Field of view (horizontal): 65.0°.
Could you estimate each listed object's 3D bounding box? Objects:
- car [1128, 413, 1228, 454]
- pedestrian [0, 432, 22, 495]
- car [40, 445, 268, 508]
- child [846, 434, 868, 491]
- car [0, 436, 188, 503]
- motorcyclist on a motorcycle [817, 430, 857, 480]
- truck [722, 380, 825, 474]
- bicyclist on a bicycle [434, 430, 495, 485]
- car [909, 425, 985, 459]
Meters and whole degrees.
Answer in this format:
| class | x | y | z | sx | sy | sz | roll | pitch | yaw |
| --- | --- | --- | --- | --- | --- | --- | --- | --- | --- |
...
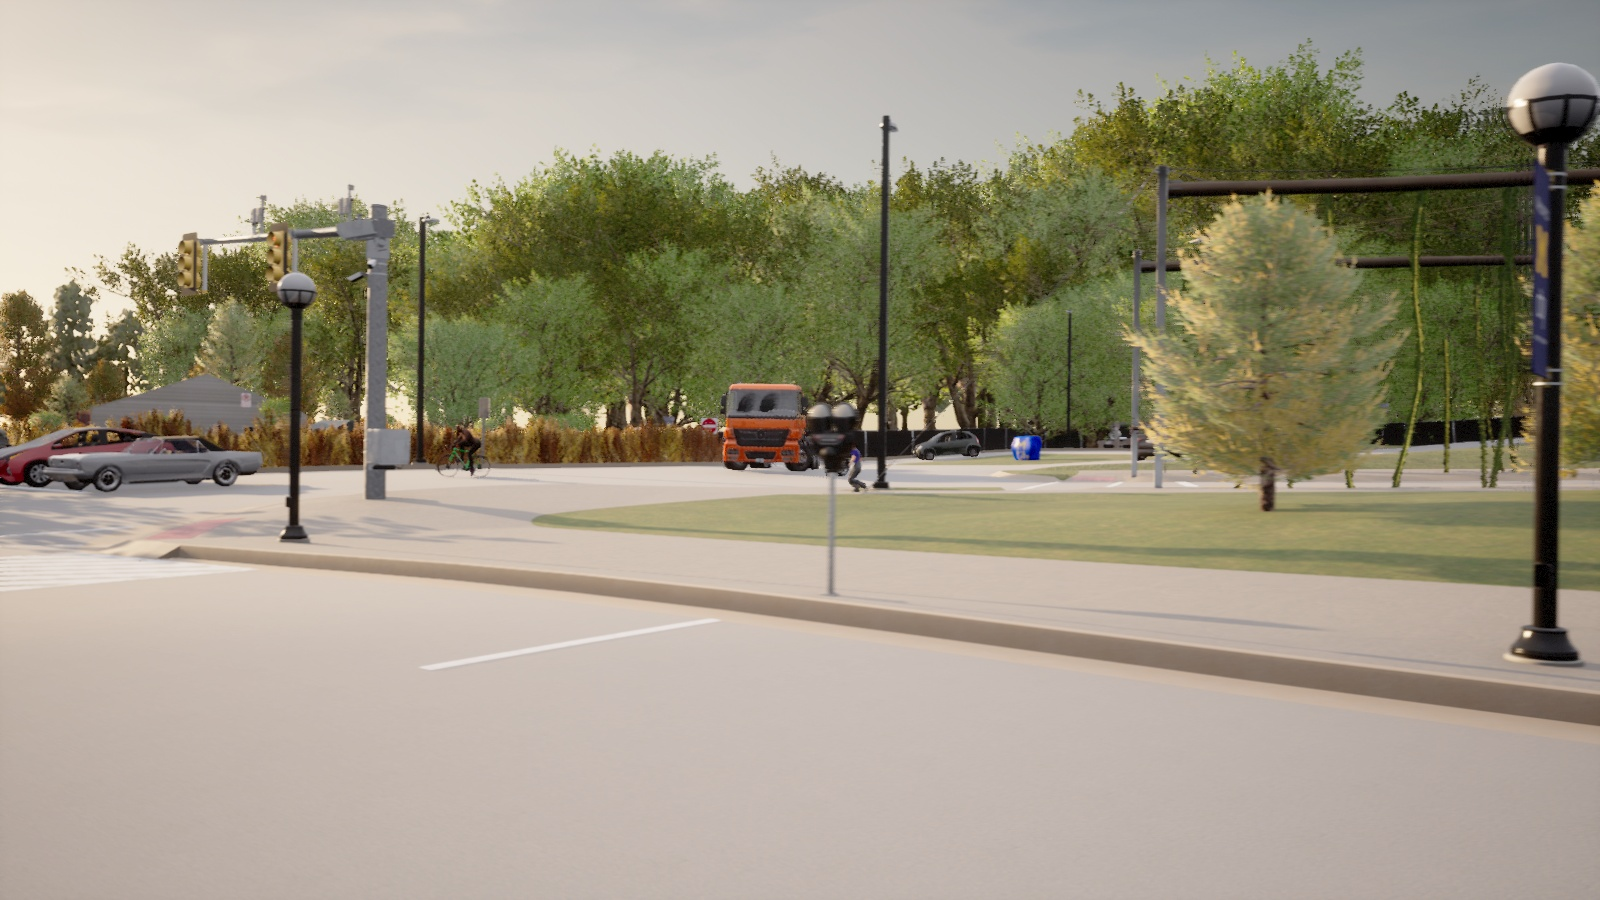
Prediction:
| class | x | y | z | sx | sy | sz | roll | pitch | yaw |
| --- | --- | --- | --- | --- | --- | --- | --- | --- | --- |
| car | 16.999 | -0.752 | 56.391 | 4.611 | 1.667 | 2.242 | -3 | 1 | -43 |
| pedestrian | -23.971 | 0.392 | 37.520 | 0.874 | 1.855 | 0.900 | 0 | 0 | 26 |
| car | -16.119 | 0.612 | 31.571 | 1.895 | 1.301 | 4.718 | 0 | 2 | 37 |
| child | 1.270 | 0.284 | 27.991 | 0.437 | 1.263 | 0.270 | 0 | 0 | 12 |
| car | -19.160 | 0.471 | 33.633 | 2.007 | 1.525 | 4.514 | 0 | 2 | 38 |
| motorcyclist on a motorcycle | 1.324 | 0.155 | 44.244 | 0.766 | 1.649 | 2.350 | 2 | 2 | 17 |
| truck | -0.926 | -0.905 | 50.696 | 2.891 | 3.462 | 7.936 | 0 | 1 | 8 |
| bicyclist on a bicycle | -10.123 | 0.222 | 37.893 | 1.656 | 1.620 | 0.582 | 0 | 1 | -33 |
| car | 8.686 | -0.461 | 74.350 | 3.988 | 1.617 | 1.851 | -5 | 1 | -9 |
